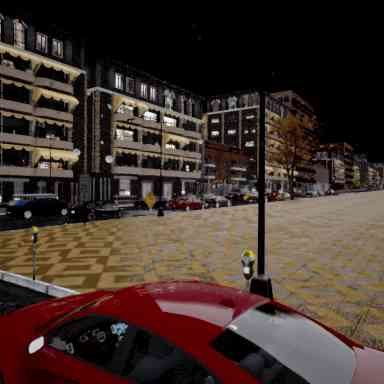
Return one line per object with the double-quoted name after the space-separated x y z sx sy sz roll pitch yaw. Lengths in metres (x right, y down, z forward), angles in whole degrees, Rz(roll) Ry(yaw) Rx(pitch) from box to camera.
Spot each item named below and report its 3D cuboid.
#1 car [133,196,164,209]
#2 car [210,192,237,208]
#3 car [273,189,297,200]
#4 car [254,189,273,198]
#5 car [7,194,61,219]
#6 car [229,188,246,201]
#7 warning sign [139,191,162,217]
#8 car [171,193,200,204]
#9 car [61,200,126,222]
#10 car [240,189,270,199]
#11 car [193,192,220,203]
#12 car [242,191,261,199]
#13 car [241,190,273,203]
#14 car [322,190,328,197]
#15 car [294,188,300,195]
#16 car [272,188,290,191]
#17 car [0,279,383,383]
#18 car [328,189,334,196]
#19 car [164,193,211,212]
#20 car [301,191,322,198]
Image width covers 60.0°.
-4.356 1.120 37.280 1.895 1.301 4.718 1 1 35 "car"
2.830 1.050 37.460 2.008 1.369 4.403 2 2 35 "car"
15.631 0.675 55.899 1.752 1.417 4.829 2 2 35 "car"
15.004 0.227 69.682 2.192 1.841 5.009 2 2 35 "car"
-11.942 1.206 26.354 1.882 1.535 5.008 1 1 35 "car"
7.402 0.422 54.050 2.150 2.045 5.566 1 1 35 "car"
-3.079 0.851 24.818 1.300 1.860 1.060 -1 0 35 "warning sign"
-0.878 0.910 46.814 1.947 1.339 4.313 2 2 35 "car"
-6.696 1.329 23.737 1.947 1.339 4.313 2 2 35 "car"
9.959 0.702 52.301 1.882 1.535 5.008 1 1 35 "car"
2.298 0.808 51.389 2.008 1.369 4.403 2 2 35 "car"
11.728 0.525 64.972 1.752 1.417 4.829 2 2 35 "car"
9.182 0.876 46.610 2.008 1.369 4.403 2 2 35 "car"
28.236 0.360 74.058 2.008 1.369 4.403 2 2 35 "car"
24.530 -0.030 83.405 2.192 1.841 5.009 2 2 35 "car"
15.732 0.420 60.605 2.097 1.767 4.553 1 1 34 "car"
-0.318 1.544 3.094 4.507 1.381 1.887 0 0 36 "car"
34.588 0.079 83.205 1.967 1.590 4.097 2 2 35 "car"
-0.346 1.132 32.885 1.887 1.381 4.507 2 2 35 "car"
25.061 0.446 69.484 2.008 1.369 4.403 2 2 35 "car"
